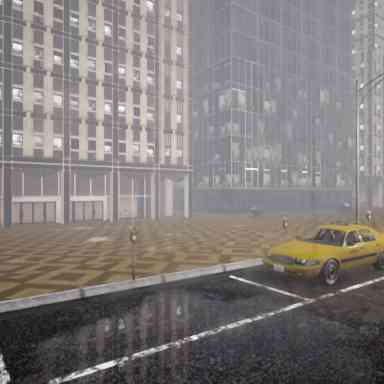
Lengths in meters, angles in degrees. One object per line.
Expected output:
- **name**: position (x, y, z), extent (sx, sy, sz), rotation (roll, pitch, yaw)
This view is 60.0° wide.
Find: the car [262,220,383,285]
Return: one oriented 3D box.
- **car**: position (4.068, 1.526, 9.479), extent (4.829, 1.417, 1.752), rotation (0, 0, -36)
